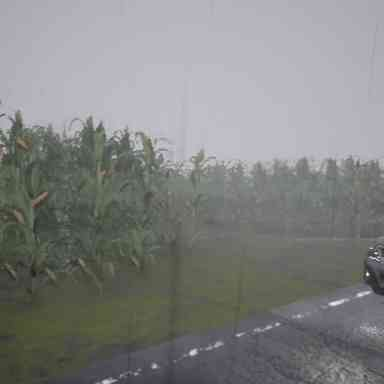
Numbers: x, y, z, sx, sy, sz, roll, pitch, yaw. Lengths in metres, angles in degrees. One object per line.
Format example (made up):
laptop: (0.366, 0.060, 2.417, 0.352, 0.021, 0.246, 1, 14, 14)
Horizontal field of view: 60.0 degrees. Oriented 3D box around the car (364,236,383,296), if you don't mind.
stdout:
car: (6.148, 1.217, 7.459, 5.566, 2.045, 2.150, 0, 0, -36)
